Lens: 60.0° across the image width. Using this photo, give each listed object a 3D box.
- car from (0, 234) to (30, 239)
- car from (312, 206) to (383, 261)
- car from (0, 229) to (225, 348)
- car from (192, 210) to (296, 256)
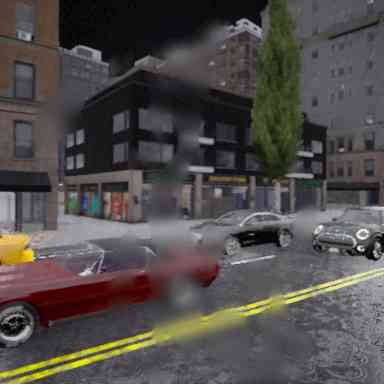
[{"bbox_3d":[-6.219,1.472,7.253,5.008,1.535,1.882,0,0,-35],"label":"car"},{"bbox_3d":[6.551,1.361,12.487,4.553,1.767,2.097,0,0,-37],"label":"car"},{"bbox_3d":[-1.821,1.599,6.405,4.718,1.301,1.895,0,0,-36],"label":"car"},{"bbox_3d":[2.085,1.496,13.243,4.902,1.511,2.128,0,0,-36],"label":"car"}]
